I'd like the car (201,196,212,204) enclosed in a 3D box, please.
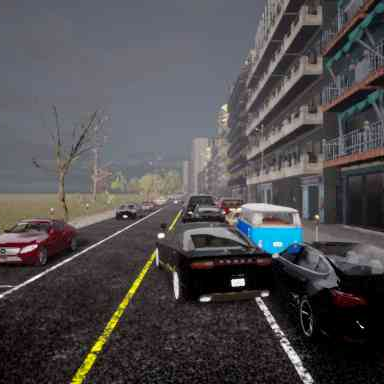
[{"bbox_3d":[2.711,1.543,63.034,1.752,1.417,4.829,1,0,0],"label":"car"}]

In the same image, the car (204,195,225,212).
[{"bbox_3d":[2.664,1.324,40.220,2.192,1.841,5.009,1,0,0],"label":"car"}]

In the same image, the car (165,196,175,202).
[{"bbox_3d":[-5.134,1.575,79.268,2.008,1.369,4.403,1,0,0],"label":"car"}]

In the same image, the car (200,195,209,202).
[{"bbox_3d":[2.736,1.463,74.186,1.967,1.590,4.097,1,0,0],"label":"car"}]

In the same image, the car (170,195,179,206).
[{"bbox_3d":[-2.627,1.507,56.702,2.128,1.511,4.902,0,0,0],"label":"car"}]

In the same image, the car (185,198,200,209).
[{"bbox_3d":[0.114,1.559,46.480,2.033,1.411,5.357,0,0,1],"label":"car"}]

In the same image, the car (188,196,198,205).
[{"bbox_3d":[0.131,1.542,60.260,1.812,1.442,4.674,0,0,0],"label":"car"}]

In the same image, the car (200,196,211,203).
[{"bbox_3d":[2.723,1.571,68.524,2.008,1.369,4.403,1,0,0],"label":"car"}]

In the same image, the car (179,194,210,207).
[{"bbox_3d":[0.435,1.225,24.585,2.150,2.045,5.566,0,0,-5],"label":"car"}]

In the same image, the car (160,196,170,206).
[{"bbox_3d":[-5.183,1.541,56.483,1.752,1.417,4.829,1,0,0],"label":"car"}]

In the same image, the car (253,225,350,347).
[{"bbox_3d":[2.587,1.567,6.253,1.947,1.339,4.313,1,0,0],"label":"car"}]

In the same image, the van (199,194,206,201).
[{"bbox_3d":[2.762,1.369,85.508,1.690,1.788,3.998,1,0,0],"label":"van"}]

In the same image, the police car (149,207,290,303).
[{"bbox_3d":[0.226,1.427,8.499,1.930,1.638,5.238,0,0,-13],"label":"police car"}]

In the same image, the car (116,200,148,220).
[{"bbox_3d":[-5.245,1.572,28.383,1.947,1.339,4.313,1,0,0],"label":"car"}]

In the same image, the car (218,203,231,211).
[{"bbox_3d":[2.613,1.529,17.746,1.752,1.417,4.829,1,0,0],"label":"car"}]

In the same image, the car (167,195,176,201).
[{"bbox_3d":[-5.122,1.578,84.922,2.008,1.369,4.403,1,0,0],"label":"car"}]

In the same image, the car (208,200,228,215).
[{"bbox_3d":[2.649,1.590,34.559,1.802,1.307,4.206,1,0,0],"label":"car"}]

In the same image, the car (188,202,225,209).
[{"bbox_3d":[0.865,1.510,18.645,1.837,1.490,4.892,0,0,0],"label":"car"}]

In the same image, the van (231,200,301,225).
[{"bbox_3d":[2.602,1.344,11.915,1.690,1.788,3.998,1,0,0],"label":"van"}]

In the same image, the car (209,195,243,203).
[{"bbox_3d":[2.627,1.320,23.237,2.192,1.841,5.009,1,0,0],"label":"car"}]

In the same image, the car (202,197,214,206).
[{"bbox_3d":[2.699,1.541,57.373,1.752,1.417,4.829,1,0,0],"label":"car"}]

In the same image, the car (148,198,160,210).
[{"bbox_3d":[-5.220,1.591,39.690,1.802,1.307,4.206,1,0,0],"label":"car"}]

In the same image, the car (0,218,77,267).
[{"bbox_3d":[-5.282,1.584,11.420,1.802,1.307,4.206,1,0,0],"label":"car"}]

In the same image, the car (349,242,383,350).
[{"bbox_3d":[2.578,1.315,0.593,2.192,1.841,5.009,1,0,0],"label":"car"}]
